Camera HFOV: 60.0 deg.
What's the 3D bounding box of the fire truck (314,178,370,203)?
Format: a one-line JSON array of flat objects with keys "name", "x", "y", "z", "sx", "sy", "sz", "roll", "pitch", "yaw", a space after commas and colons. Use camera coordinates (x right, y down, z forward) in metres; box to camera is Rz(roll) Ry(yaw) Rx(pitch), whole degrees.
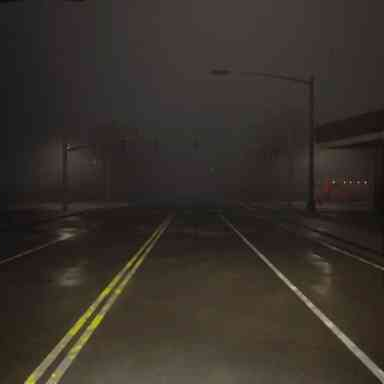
[{"name": "fire truck", "x": 22.900, "y": -0.257, "z": 51.949, "sx": 8.468, "sy": 3.827, "sz": 2.891, "roll": 0, "pitch": 1, "yaw": 1}]
